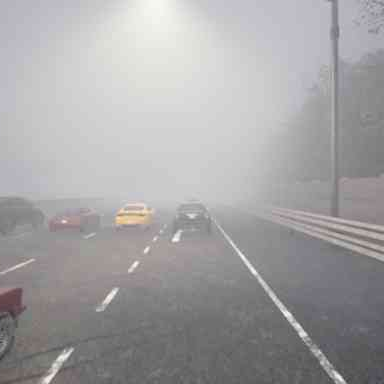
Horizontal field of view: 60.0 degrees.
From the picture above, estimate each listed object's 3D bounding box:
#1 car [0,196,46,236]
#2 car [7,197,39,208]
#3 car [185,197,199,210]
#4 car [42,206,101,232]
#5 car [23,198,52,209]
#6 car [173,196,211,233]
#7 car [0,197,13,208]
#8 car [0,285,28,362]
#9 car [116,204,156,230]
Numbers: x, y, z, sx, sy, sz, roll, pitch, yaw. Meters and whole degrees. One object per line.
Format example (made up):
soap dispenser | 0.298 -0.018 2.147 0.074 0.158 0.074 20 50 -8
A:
car | -10.404 1.212 18.619 2.150 2.045 5.566 0 0 0
car | -24.562 1.499 48.603 2.128 1.511 4.902 0 0 1
car | -0.010 1.508 44.404 1.837 1.490 4.892 0 0 0
car | -6.901 1.555 19.946 1.994 1.385 4.181 0 0 0
car | -21.073 1.567 45.618 1.994 1.385 4.181 0 0 0
car | -0.004 1.342 19.687 2.097 1.767 4.553 0 0 0
car | -28.055 1.533 47.941 1.812 1.442 4.674 0 0 1
car | -3.398 1.599 2.872 1.895 1.301 4.718 0 0 0
car | -3.403 1.468 20.822 1.882 1.535 5.008 0 0 0
